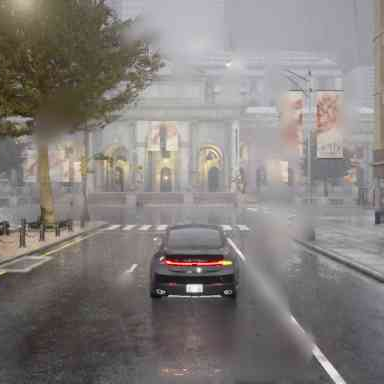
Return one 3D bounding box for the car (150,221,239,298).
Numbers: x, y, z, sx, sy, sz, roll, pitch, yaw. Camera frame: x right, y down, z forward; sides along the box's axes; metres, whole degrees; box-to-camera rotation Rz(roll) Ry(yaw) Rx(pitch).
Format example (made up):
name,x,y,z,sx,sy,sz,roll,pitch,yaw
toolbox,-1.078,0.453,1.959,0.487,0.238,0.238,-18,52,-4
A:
name,x,y,z,sx,sy,sz,roll,pitch,yaw
car,0.062,1.505,8.476,1.837,1.490,4.892,0,0,0
